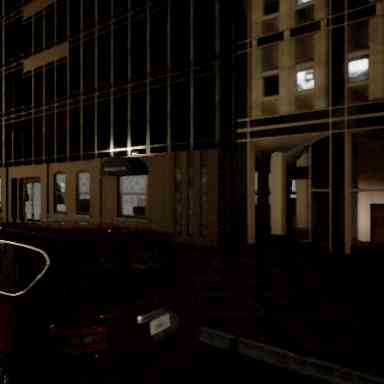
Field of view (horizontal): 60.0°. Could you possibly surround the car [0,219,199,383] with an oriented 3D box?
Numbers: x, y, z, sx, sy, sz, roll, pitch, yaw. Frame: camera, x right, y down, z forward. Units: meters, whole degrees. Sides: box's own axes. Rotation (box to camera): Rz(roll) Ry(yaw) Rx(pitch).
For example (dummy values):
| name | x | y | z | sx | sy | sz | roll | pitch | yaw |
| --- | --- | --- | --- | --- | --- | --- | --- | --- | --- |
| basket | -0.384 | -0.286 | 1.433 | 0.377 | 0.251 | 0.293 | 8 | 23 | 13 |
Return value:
| name | x | y | z | sx | sy | sz | roll | pitch | yaw |
| --- | --- | --- | --- | --- | --- | --- | --- | --- | --- |
| car | -2.240 | 1.296 | 4.476 | 5.009 | 1.841 | 2.192 | 0 | 0 | 35 |
